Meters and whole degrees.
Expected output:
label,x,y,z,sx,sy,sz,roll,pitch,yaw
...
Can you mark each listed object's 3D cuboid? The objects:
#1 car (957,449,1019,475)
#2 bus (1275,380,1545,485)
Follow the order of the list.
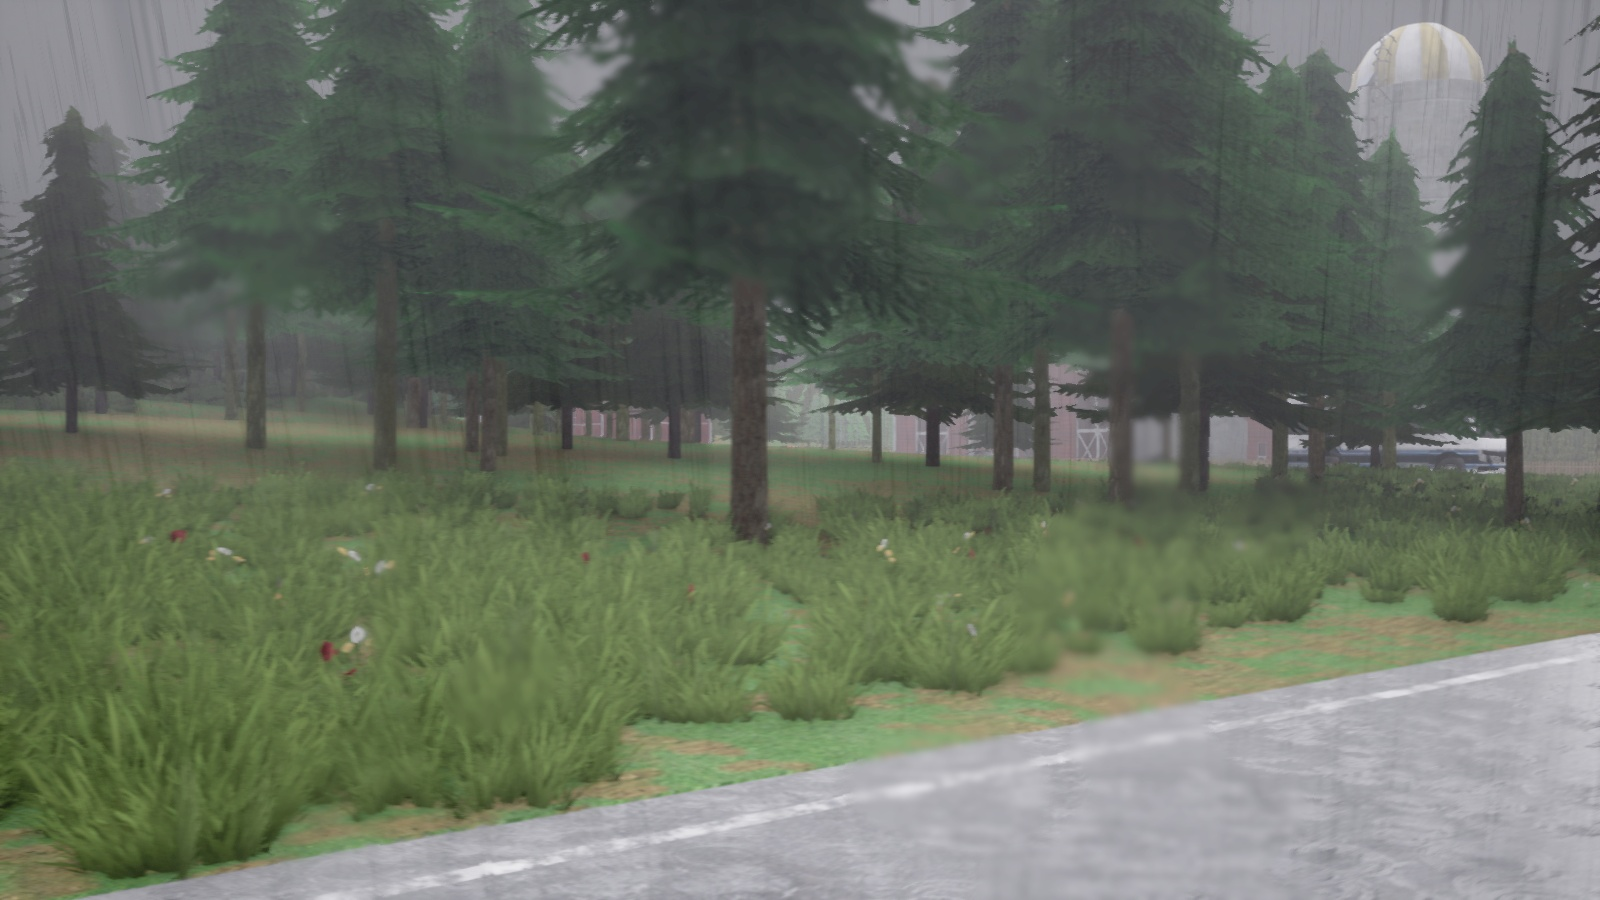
label,x,y,z,sx,sy,sz,roll,pitch,yaw
car,11.719,0.751,78.629,1.789,1.549,3.705,0,0,-34
bus,26.989,-0.691,56.251,3.944,4.253,10.273,0,0,-34
